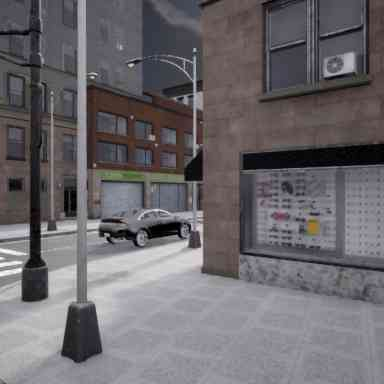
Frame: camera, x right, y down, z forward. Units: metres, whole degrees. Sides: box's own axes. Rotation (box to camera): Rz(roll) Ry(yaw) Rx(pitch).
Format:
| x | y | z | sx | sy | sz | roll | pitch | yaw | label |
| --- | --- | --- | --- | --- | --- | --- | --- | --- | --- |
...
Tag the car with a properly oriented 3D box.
| x | y | z | sx | sy | sz | roll | pitch | yaw | label |
| --- | --- | --- | --- | --- | --- | --- | --- | --- | --- |
| -1.920 | 1.459 | 14.979 | 2.128 | 1.511 | 4.902 | 0 | 0 | 35 | car |
